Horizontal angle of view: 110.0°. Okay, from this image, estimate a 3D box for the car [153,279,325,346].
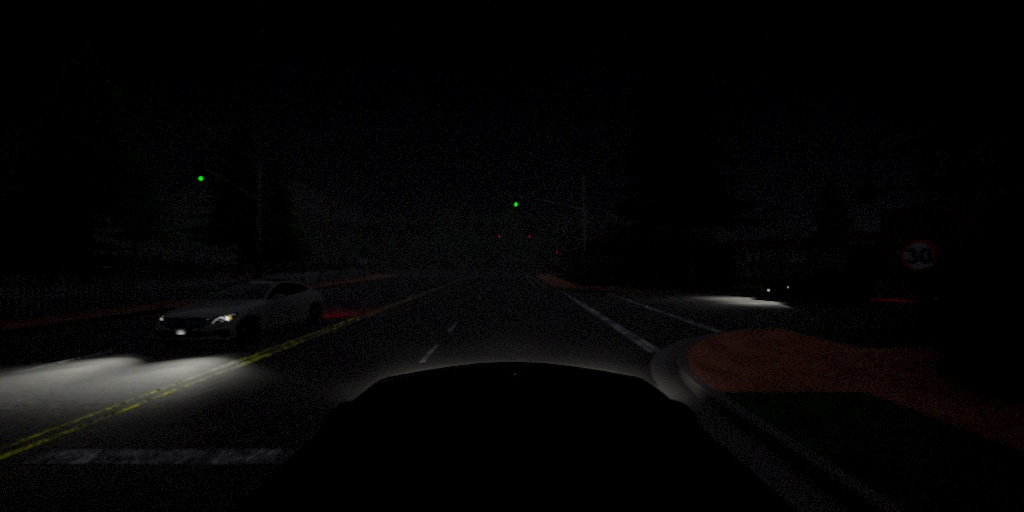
[{"bbox_3d":[-7.005,1.377,9.915,1.812,1.442,4.674,0,-1,0],"label":"car"}]

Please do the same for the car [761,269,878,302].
[{"bbox_3d":[14.916,1.412,17.516,4.892,1.490,1.837,0,-1,-1],"label":"car"}]
